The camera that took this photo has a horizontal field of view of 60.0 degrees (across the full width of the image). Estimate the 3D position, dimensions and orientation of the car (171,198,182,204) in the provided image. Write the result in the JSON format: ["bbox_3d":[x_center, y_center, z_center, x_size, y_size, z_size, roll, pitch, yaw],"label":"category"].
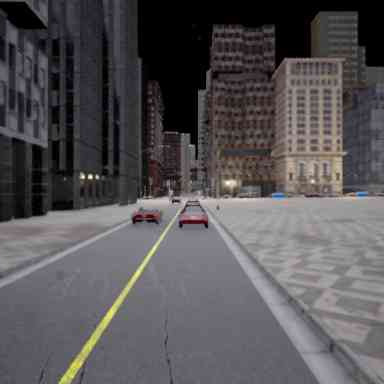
[{"bbox_3d":[-3.012,1.725,64.403,1.895,1.301,4.718,0,0,0],"label":"car"}]

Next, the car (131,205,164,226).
[{"bbox_3d":[-3.096,1.626,23.856,1.895,1.301,4.718,0,0,0],"label":"car"}]

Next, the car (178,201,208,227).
[{"bbox_3d":[0.102,1.587,23.105,1.994,1.385,4.181,0,0,0],"label":"car"}]

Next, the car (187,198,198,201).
[{"bbox_3d":[0.100,1.556,43.577,2.128,1.511,4.902,0,0,0],"label":"car"}]
